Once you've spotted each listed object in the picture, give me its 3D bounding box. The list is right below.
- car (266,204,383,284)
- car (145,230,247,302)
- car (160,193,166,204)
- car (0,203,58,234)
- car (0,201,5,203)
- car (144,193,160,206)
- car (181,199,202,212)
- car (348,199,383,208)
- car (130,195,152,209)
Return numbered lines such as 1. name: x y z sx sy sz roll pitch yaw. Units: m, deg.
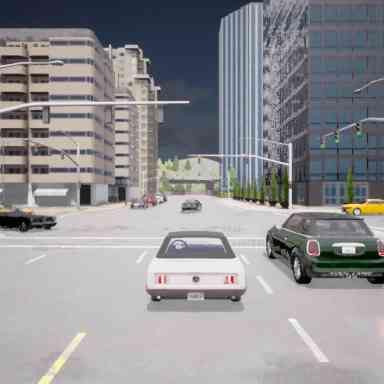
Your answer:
1. car: 3.598 1.352 9.731 2.097 1.767 4.553 0 0 0
2. car: 0.089 1.601 8.243 1.895 1.301 4.718 0 0 0
3. car: -6.930 1.221 64.729 2.150 2.045 5.566 0 0 2
4. car: -10.077 1.574 19.426 4.718 1.301 1.895 1 0 28
5. car: -14.595 1.422 24.854 5.008 1.535 1.882 0 0 -3
6. car: -7.000 1.222 54.254 2.150 2.045 5.566 0 0 0
7. car: -0.034 1.524 37.817 2.033 1.411 5.357 0 -1 8
8. car: 16.870 1.422 31.605 5.008 1.535 1.882 0 0 1
9. car: -7.023 1.491 44.682 2.128 1.511 4.902 0 0 0
